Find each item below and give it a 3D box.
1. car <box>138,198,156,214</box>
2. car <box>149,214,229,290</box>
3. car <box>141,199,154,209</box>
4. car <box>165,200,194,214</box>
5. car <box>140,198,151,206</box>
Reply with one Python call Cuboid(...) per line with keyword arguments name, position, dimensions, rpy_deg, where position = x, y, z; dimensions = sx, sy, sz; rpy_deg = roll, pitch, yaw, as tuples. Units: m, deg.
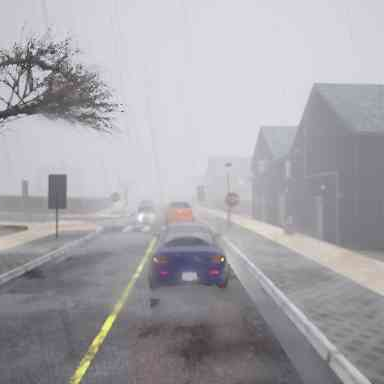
Cuboid(name="car", position=(-5.185, 1.747, 38.385), dimensions=(1.994, 1.385, 4.181), rpy_deg=(0, 0, -6))
Cuboid(name="car", position=(-0.121, 1.570, 9.125), dimensions=(1.812, 1.442, 4.674), rpy_deg=(0, 0, -2))
Cuboid(name="car", position=(-6.649, 1.760, 49.637), dimensions=(1.812, 1.442, 4.674), rpy_deg=(0, 0, -8))
Cuboid(name="car", position=(-0.999, 1.475, 25.497), dimensions=(2.097, 1.767, 4.553), rpy_deg=(0, 0, -4))
Cuboid(name="car", position=(-8.953, 1.823, 63.854), dimensions=(1.812, 1.442, 4.674), rpy_deg=(0, 0, -10))
